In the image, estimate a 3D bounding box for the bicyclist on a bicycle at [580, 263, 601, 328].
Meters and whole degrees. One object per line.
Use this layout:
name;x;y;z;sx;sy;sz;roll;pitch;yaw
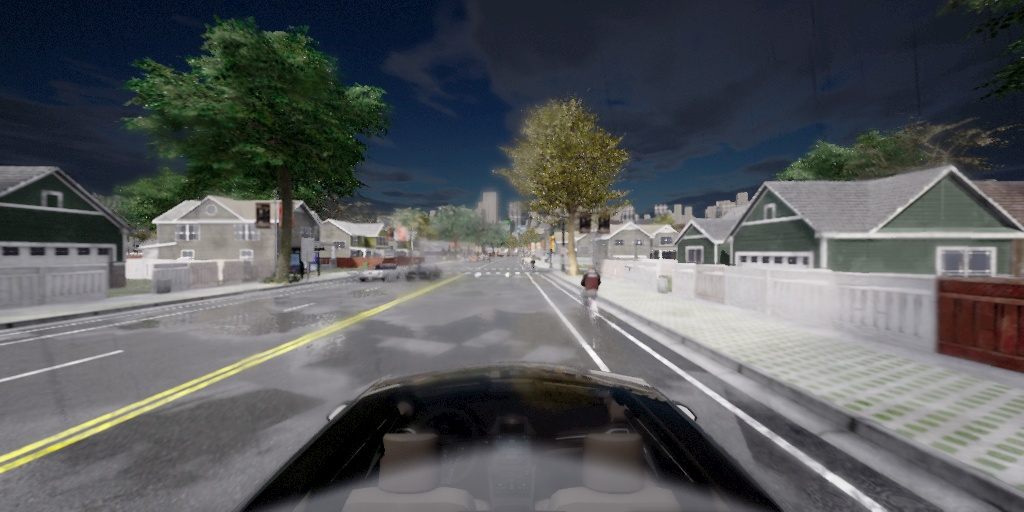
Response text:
bicyclist on a bicycle;2.242;1.089;10.343;0.659;1.776;1.843;0;0;0

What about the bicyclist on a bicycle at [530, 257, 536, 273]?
bicyclist on a bicycle;2.241;0.984;38.345;0.659;1.776;1.843;0;0;0

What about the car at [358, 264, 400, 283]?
car;-9.823;1.259;27.072;1.895;1.301;4.718;0;0;0

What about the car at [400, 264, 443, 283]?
car;-6.573;1.258;27.103;1.895;1.301;4.718;0;0;0
